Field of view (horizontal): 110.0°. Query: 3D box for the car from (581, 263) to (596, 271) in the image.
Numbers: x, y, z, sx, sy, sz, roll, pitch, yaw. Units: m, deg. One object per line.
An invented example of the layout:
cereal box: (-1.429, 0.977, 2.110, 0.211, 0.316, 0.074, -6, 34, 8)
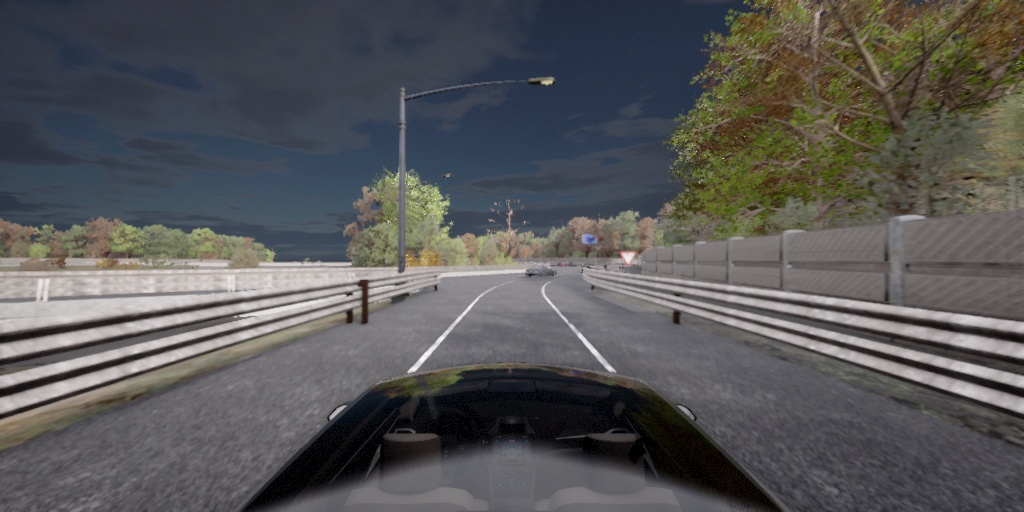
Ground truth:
car: (13.104, 2.045, 61.184, 1.837, 1.490, 4.892, 0, -1, 22)

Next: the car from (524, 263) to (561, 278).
car: (3.463, 1.814, 42.339, 2.033, 1.411, 5.357, 0, -1, 32)
